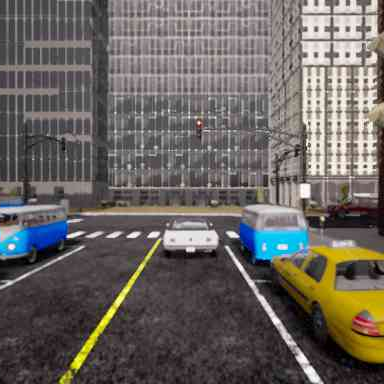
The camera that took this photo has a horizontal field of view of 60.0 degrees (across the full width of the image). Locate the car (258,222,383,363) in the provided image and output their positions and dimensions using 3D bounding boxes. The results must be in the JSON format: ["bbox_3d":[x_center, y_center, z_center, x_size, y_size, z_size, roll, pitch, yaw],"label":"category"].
[{"bbox_3d":[2.657,1.546,6.140,1.752,1.417,4.829,-1,0,0],"label":"car"}]

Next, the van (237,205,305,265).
[{"bbox_3d":[2.635,1.379,11.572,1.690,1.788,3.998,-1,0,0],"label":"van"}]

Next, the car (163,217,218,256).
[{"bbox_3d":[-0.116,1.645,13.357,1.895,1.301,4.718,0,0,-2],"label":"car"}]

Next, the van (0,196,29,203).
[{"bbox_3d":[-17.264,1.308,31.024,3.998,1.788,1.690,0,0,0],"label":"van"}]

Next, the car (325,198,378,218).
[{"bbox_3d":[15.126,1.446,30.948,5.009,1.841,2.192,0,0,0],"label":"car"}]

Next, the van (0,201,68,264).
[{"bbox_3d":[-5.746,1.379,11.571,1.690,1.788,3.998,-1,0,0],"label":"van"}]
